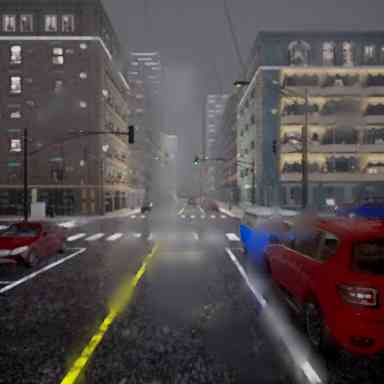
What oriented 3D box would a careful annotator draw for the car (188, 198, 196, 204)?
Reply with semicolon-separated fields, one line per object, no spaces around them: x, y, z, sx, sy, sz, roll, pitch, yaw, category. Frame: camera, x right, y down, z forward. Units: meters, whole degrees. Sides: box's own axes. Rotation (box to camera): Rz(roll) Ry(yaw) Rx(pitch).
-0.031;2.254;83.525;1.882;1.535;5.008;0;-1;0;car

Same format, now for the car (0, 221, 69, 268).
-5.701;1.710;11.669;1.802;1.307;4.206;0;-1;0;car

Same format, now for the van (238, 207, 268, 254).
2.678;1.469;11.674;1.690;1.788;3.998;0;-1;0;van

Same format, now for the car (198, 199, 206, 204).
2.650;2.527;88.419;1.752;1.417;4.829;0;-1;0;car

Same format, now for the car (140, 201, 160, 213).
-5.713;2.053;44.073;1.947;1.339;4.313;0;-1;0;car

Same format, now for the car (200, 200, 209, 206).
2.657;2.371;71.680;1.947;1.339;4.313;0;-1;0;car

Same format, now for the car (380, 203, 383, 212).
15.776;1.599;22.837;4.313;1.339;1.947;-1;1;0;car

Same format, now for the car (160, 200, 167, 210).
-5.718;2.179;55.119;1.947;1.339;4.313;0;-1;0;car

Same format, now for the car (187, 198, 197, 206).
-0.028;2.174;73.489;2.097;1.767;4.553;0;-1;0;car

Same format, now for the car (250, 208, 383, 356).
2.680;1.383;6.147;2.192;1.841;5.009;0;-1;0;car

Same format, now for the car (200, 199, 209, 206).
2.665;2.116;49.587;1.947;1.339;4.313;0;-1;0;car

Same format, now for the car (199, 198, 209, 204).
2.661;2.222;60.633;1.887;1.381;4.507;0;-1;0;car

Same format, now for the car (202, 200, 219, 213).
2.668;2.069;44.064;1.802;1.307;4.206;0;-1;0;car

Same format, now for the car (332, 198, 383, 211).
14.931;1.541;28.633;5.008;1.535;1.882;-1;0;0;car

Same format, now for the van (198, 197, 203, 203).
2.657;2.082;66.159;1.690;1.788;3.998;0;-1;0;van

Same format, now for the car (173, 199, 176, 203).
-5.728;2.516;82.735;1.802;1.307;4.206;0;-1;0;car

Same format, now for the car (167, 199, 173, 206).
-5.724;2.350;71.689;1.887;1.381;4.507;0;-1;0;car
